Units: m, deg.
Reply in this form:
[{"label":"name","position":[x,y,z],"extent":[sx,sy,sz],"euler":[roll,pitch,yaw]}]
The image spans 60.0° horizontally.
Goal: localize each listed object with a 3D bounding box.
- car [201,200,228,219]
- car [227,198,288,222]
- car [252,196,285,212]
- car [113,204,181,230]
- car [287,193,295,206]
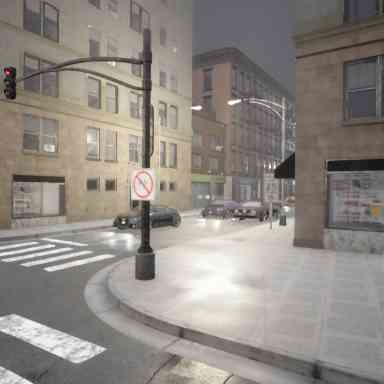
[{"label":"car","position":[2.462,1.297,26.277],"extent":[1.994,1.385,4.181],"euler":[1,1,34]},{"label":"car","position":[4.885,1.322,24.139],"extent":[2.033,1.411,5.357],"euler":[1,1,34]},{"label":"car","position":[7.962,1.191,34.503],"extent":[1.994,1.385,4.181],"euler":[1,1,34]},{"label":"car","position":[-2.452,1.388,18.910],"extent":[1.994,1.385,4.181],"euler":[1,1,34]},{"label":"car","position":[13.685,0.870,43.013],"extent":[2.097,1.767,4.553],"euler":[1,1,34]}]
